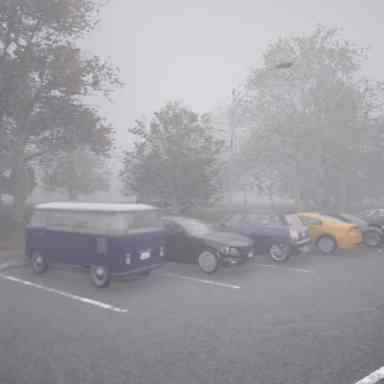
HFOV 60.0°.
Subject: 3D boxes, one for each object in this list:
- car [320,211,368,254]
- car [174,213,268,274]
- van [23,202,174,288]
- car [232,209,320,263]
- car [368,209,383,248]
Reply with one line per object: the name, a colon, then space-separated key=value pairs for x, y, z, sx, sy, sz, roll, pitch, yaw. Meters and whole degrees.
car: x=4.510 y=1.624 z=14.290 sx=5.008 sy=1.535 sz=2.097 roll=-1 pitch=-1 yaw=35
car: x=-0.374 y=1.552 z=10.916 sx=5.008 sy=1.535 sz=2.097 roll=-1 pitch=-2 yaw=35
van: x=-2.903 y=1.293 z=9.265 sx=4.442 sy=1.987 sz=1.878 roll=-1 pitch=-1 yaw=35
car: x=2.087 y=1.462 z=12.585 sx=4.553 sy=1.767 sz=2.185 roll=-1 pitch=-1 yaw=35
car: x=6.984 y=1.690 z=15.958 sx=4.792 sy=1.488 sz=2.163 roll=-1 pitch=-2 yaw=36
